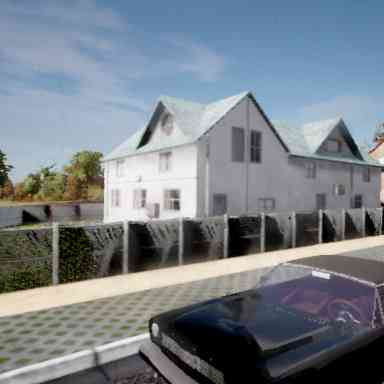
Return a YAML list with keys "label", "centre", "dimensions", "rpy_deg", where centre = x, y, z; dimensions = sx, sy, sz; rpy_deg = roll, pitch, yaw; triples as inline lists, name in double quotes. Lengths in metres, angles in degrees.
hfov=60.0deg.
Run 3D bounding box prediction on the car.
- label: "car"
  centre: [1.756, 1.609, 4.331]
  dimensions: [4.718, 1.301, 1.895]
  rpy_deg: [0, 0, -36]
